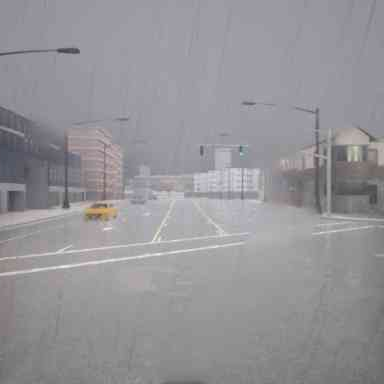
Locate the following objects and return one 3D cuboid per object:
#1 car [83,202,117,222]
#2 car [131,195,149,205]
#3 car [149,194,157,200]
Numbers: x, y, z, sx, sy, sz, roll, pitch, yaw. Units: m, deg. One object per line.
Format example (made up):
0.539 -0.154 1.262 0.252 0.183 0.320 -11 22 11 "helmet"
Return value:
-7.350 1.558 27.035 1.882 1.535 5.008 0 0 -2 "car"
-8.198 1.275 51.276 1.895 1.301 4.718 0 1 -2 "car"
-9.104 1.168 77.086 2.128 1.511 4.902 0 -1 -2 "car"
